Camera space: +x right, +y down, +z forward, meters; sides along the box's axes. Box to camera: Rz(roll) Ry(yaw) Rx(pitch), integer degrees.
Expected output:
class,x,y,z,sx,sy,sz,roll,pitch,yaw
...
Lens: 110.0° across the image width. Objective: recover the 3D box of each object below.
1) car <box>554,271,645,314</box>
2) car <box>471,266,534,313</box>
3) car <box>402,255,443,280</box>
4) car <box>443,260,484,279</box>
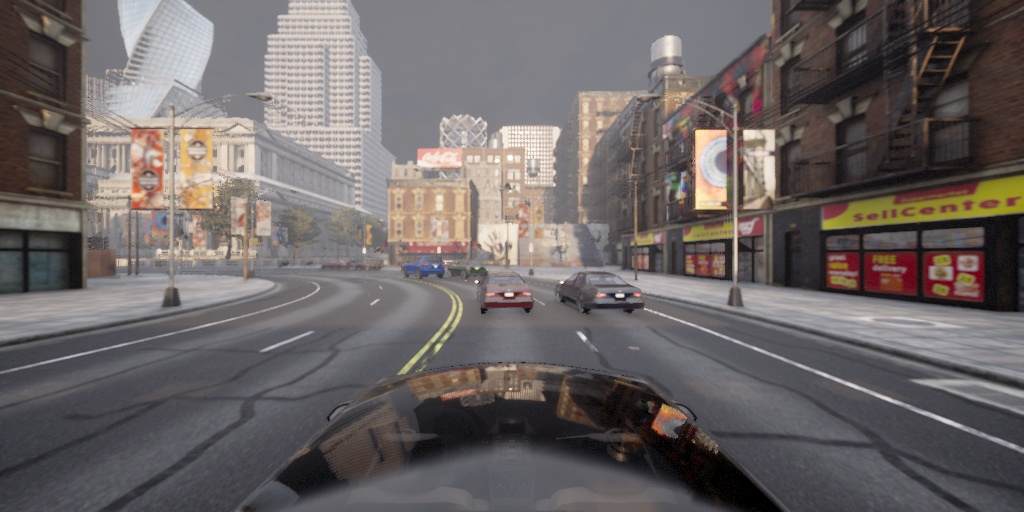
class,x,y,z,sx,sy,sz,roll,pitch,yaw
car,3.100,1.299,13.830,2.033,1.411,5.357,0,0,-7
car,-0.429,1.299,14.120,2.033,1.411,5.357,0,0,-8
car,-7.974,0.975,32.057,2.150,2.045,5.566,0,0,-37
car,-4.166,1.106,32.497,2.097,1.767,4.553,0,0,-33
